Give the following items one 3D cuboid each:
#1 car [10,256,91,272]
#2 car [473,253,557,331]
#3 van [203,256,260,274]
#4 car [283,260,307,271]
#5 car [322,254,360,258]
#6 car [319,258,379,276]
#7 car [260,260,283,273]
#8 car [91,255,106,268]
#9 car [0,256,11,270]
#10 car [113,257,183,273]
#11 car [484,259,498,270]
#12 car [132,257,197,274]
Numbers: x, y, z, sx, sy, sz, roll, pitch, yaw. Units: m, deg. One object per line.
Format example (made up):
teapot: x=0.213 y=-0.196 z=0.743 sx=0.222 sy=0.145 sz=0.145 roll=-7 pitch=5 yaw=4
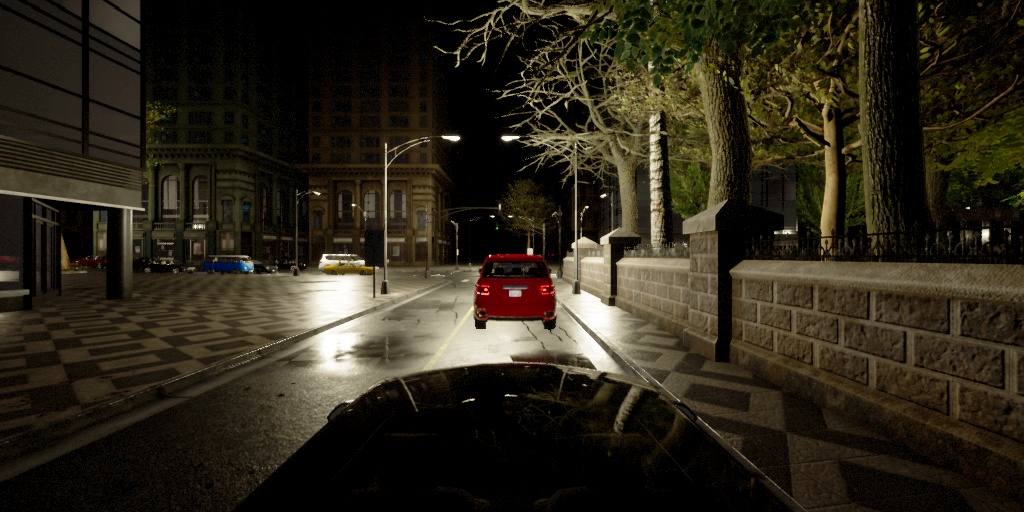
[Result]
car: x=-43.049 y=0.804 z=33.506 sx=4.829 sy=1.417 sz=1.751 roll=0 pitch=0 yaw=0
car: x=0.096 y=0.974 z=11.183 sx=2.150 sy=2.045 sz=5.566 roll=0 pitch=0 yaw=0
van: x=-26.361 y=0.846 z=33.413 sx=3.998 sy=1.789 sz=1.690 roll=0 pitch=0 yaw=0
car: x=-26.323 y=1.071 z=41.939 sx=4.313 sy=1.339 sz=1.948 roll=0 pitch=0 yaw=0
car: x=-16.381 y=0.835 z=36.022 sx=5.566 sy=2.045 sz=2.150 roll=1 pitch=0 yaw=1
car: x=-14.950 y=1.151 z=33.350 sx=4.829 sy=1.417 sz=1.751 roll=0 pitch=0 yaw=0
car: x=-26.615 y=1.049 z=36.081 sx=5.357 sy=1.411 sz=2.033 roll=1 pitch=0 yaw=1
car: x=-48.796 y=0.637 z=42.064 sx=4.097 sy=1.591 sz=1.967 roll=0 pitch=0 yaw=0
car: x=-48.836 y=0.747 z=33.538 sx=4.403 sy=1.370 sz=2.007 roll=0 pitch=0 yaw=0
car: x=-36.621 y=0.863 z=36.148 sx=4.902 sy=1.511 sz=2.128 roll=1 pitch=0 yaw=0
car: x=-3.134 y=1.229 z=54.032 sx=2.033 sy=1.411 sz=5.357 roll=0 pitch=0 yaw=-4
car: x=-31.979 y=0.985 z=33.444 sx=4.403 sy=1.370 sz=2.007 roll=0 pitch=0 yaw=0
